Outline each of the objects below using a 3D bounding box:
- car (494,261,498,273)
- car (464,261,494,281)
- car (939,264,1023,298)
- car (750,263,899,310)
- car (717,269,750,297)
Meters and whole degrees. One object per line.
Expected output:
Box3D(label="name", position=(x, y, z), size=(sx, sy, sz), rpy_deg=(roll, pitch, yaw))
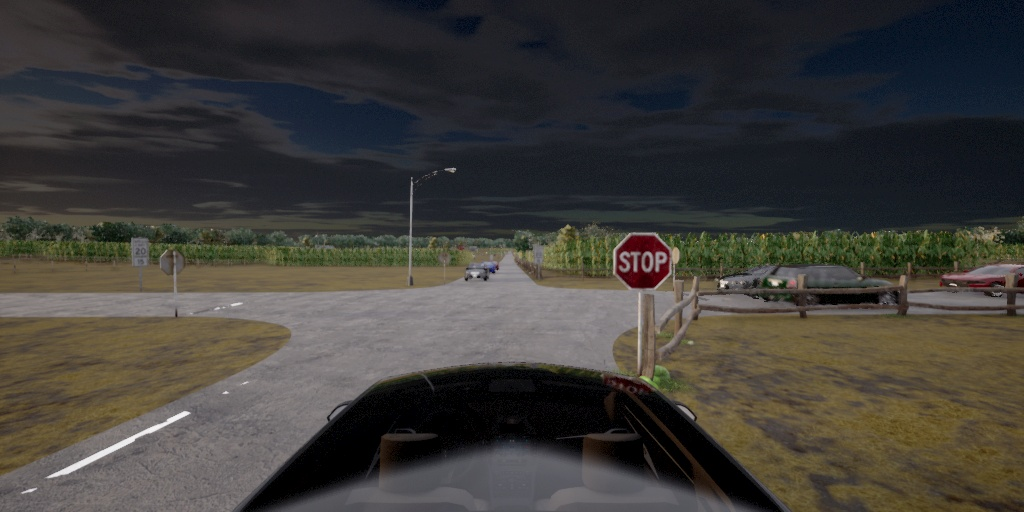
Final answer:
Box3D(label="car", position=(-3.016, 1.396, 43.644), size=(1.882, 1.535, 5.008), rpy_deg=(0, 0, 0))
Box3D(label="car", position=(-2.967, 1.331, 31.027), size=(2.128, 1.511, 4.902), rpy_deg=(0, 0, 0))
Box3D(label="car", position=(23.984, 1.156, 17.473), size=(5.008, 1.535, 1.882), rpy_deg=(0, 2, 0))
Box3D(label="car", position=(12.689, 1.126, 14.464), size=(4.553, 1.767, 2.097), rpy_deg=(0, 2, -1))
Box3D(label="car", position=(12.607, 1.184, 17.363), size=(4.902, 1.511, 2.128), rpy_deg=(0, 2, -2))
